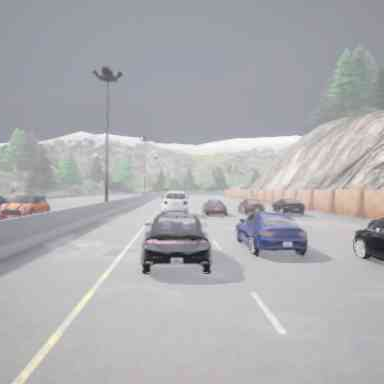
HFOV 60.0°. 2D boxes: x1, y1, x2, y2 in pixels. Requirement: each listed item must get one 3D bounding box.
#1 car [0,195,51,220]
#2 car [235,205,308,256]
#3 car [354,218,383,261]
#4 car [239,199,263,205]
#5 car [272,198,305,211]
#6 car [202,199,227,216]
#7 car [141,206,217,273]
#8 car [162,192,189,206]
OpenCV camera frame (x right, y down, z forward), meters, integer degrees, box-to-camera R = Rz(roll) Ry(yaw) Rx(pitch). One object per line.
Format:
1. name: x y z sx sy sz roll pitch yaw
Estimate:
1. car: -11.879 1.022 23.833 2.097 1.767 4.553 1 0 -3
2. car: 2.901 1.463 12.773 1.812 1.442 4.674 1 0 -3
3. car: 6.574 1.485 9.460 1.882 1.535 5.008 1 0 -3
4. car: 5.463 1.356 30.802 1.812 1.442 4.674 1 0 -3
5. car: 8.951 1.347 31.399 1.882 1.535 5.008 1 0 -3
6. car: 1.998 1.356 30.282 1.994 1.385 4.181 1 0 -3
7. car: -0.479 1.405 10.342 2.128 1.511 4.902 1 0 -3
8. car: -1.423 0.983 28.779 2.150 2.045 5.566 1 0 -3
